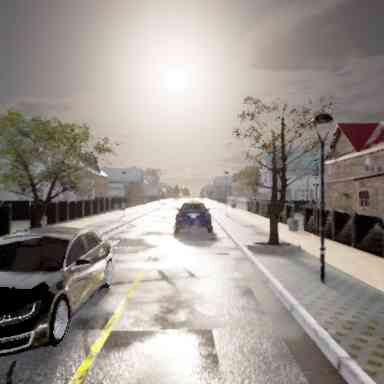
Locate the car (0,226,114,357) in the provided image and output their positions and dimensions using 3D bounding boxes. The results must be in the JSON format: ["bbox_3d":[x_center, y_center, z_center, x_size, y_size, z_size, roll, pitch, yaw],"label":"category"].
[{"bbox_3d":[-2.835,1.501,6.401,1.837,1.490,4.892,0,0,0],"label":"car"}]

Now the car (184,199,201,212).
[{"bbox_3d":[0.091,1.618,40.503,1.994,1.385,4.181,0,0,0],"label":"car"}]

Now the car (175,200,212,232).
[{"bbox_3d":[0.084,1.356,20.262,2.097,1.767,4.553,0,0,0],"label":"car"}]
